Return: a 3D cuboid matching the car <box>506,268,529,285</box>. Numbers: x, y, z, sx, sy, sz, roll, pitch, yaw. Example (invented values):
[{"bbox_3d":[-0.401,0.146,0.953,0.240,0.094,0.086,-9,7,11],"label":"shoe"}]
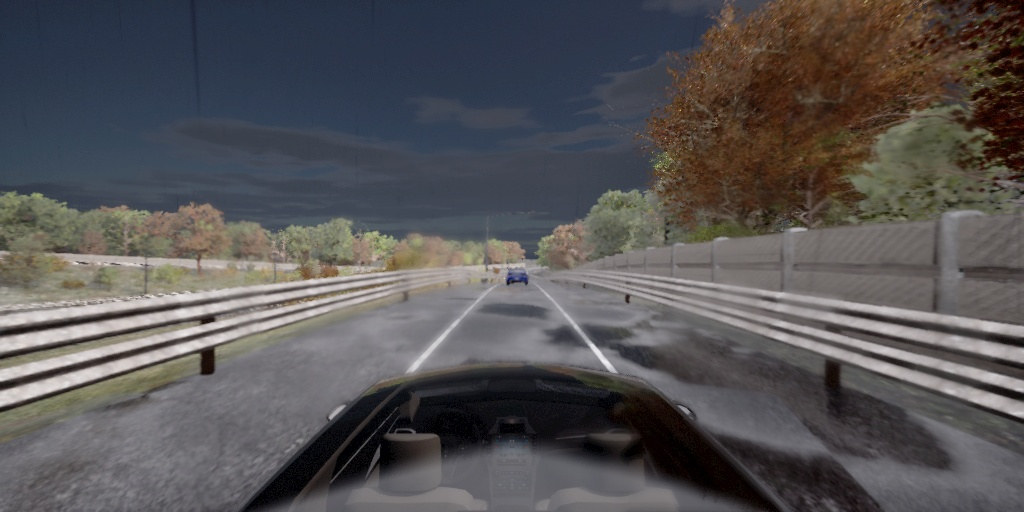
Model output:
[{"bbox_3d":[0.484,1.867,32.951,1.882,1.535,5.008,1,-3,2],"label":"car"}]
